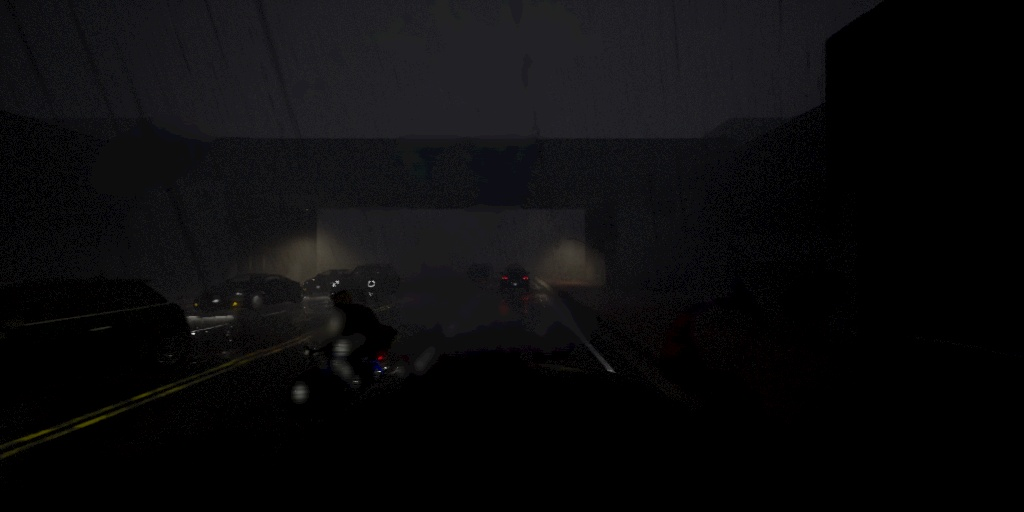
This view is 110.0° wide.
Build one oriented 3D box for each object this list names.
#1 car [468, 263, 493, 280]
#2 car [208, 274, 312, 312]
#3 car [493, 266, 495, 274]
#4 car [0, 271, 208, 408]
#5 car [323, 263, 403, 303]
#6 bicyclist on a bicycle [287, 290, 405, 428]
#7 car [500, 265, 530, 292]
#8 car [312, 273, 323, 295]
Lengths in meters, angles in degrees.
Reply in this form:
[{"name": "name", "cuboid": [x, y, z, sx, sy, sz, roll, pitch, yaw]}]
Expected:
[{"name": "car", "cuboid": [-3.253, 1.544, 35.663, 1.882, 1.535, 5.008, 0, -1, 0]}, {"name": "car", "cuboid": [-10.536, 1.433, 14.761, 1.994, 1.385, 4.181, 0, 0, 1]}, {"name": "car", "cuboid": [-3.301, 1.653, 45.794, 2.128, 1.511, 4.902, 0, 0, -1]}, {"name": "car", "cuboid": [-7.091, 1.130, 4.778, 2.097, 1.767, 4.553, 0, -1, 0]}, {"name": "car", "cuboid": [-7.031, 1.251, 17.792, 2.097, 1.767, 4.553, 0, -1, 0]}, {"name": "bicyclist on a bicycle", "cuboid": [-1.829, 1.225, 4.221, 1.656, 1.620, 0.582, -1, -1, 0]}, {"name": "car", "cuboid": [0.197, 1.477, 23.190, 1.812, 1.442, 4.674, 0, -1, 0]}, {"name": "car", "cuboid": [-10.412, 1.497, 21.260, 1.994, 1.385, 4.181, 0, -1, 0]}]
